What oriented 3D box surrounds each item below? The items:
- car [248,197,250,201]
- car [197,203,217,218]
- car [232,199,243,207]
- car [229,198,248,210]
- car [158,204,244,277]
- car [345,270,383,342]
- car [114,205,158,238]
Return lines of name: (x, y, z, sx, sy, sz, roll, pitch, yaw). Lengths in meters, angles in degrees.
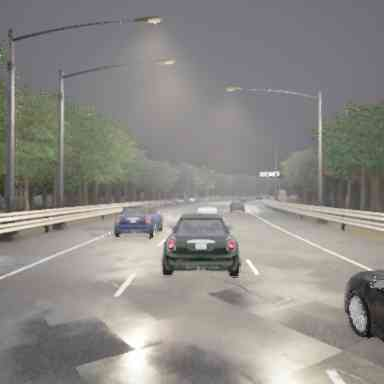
car: (13.898, 2.253, 90.266, 1.882, 1.535, 5.008, 0, 0, 13)
car: (1.668, 1.911, 34.919, 1.895, 1.301, 4.718, 0, 0, 5)
car: (8.625, 2.117, 63.359, 1.994, 1.385, 4.181, 0, 0, 9)
car: (6.197, 1.899, 45.903, 2.128, 1.511, 4.902, 0, 0, 7)
car: (0.288, 1.449, 10.781, 2.097, 1.767, 4.553, 0, -1, 1)
car: (3.535, 1.546, 3.838, 1.837, 1.490, 4.892, 0, -1, 1)
car: (-2.900, 1.516, 19.032, 2.097, 1.767, 4.553, 0, -1, 3)
